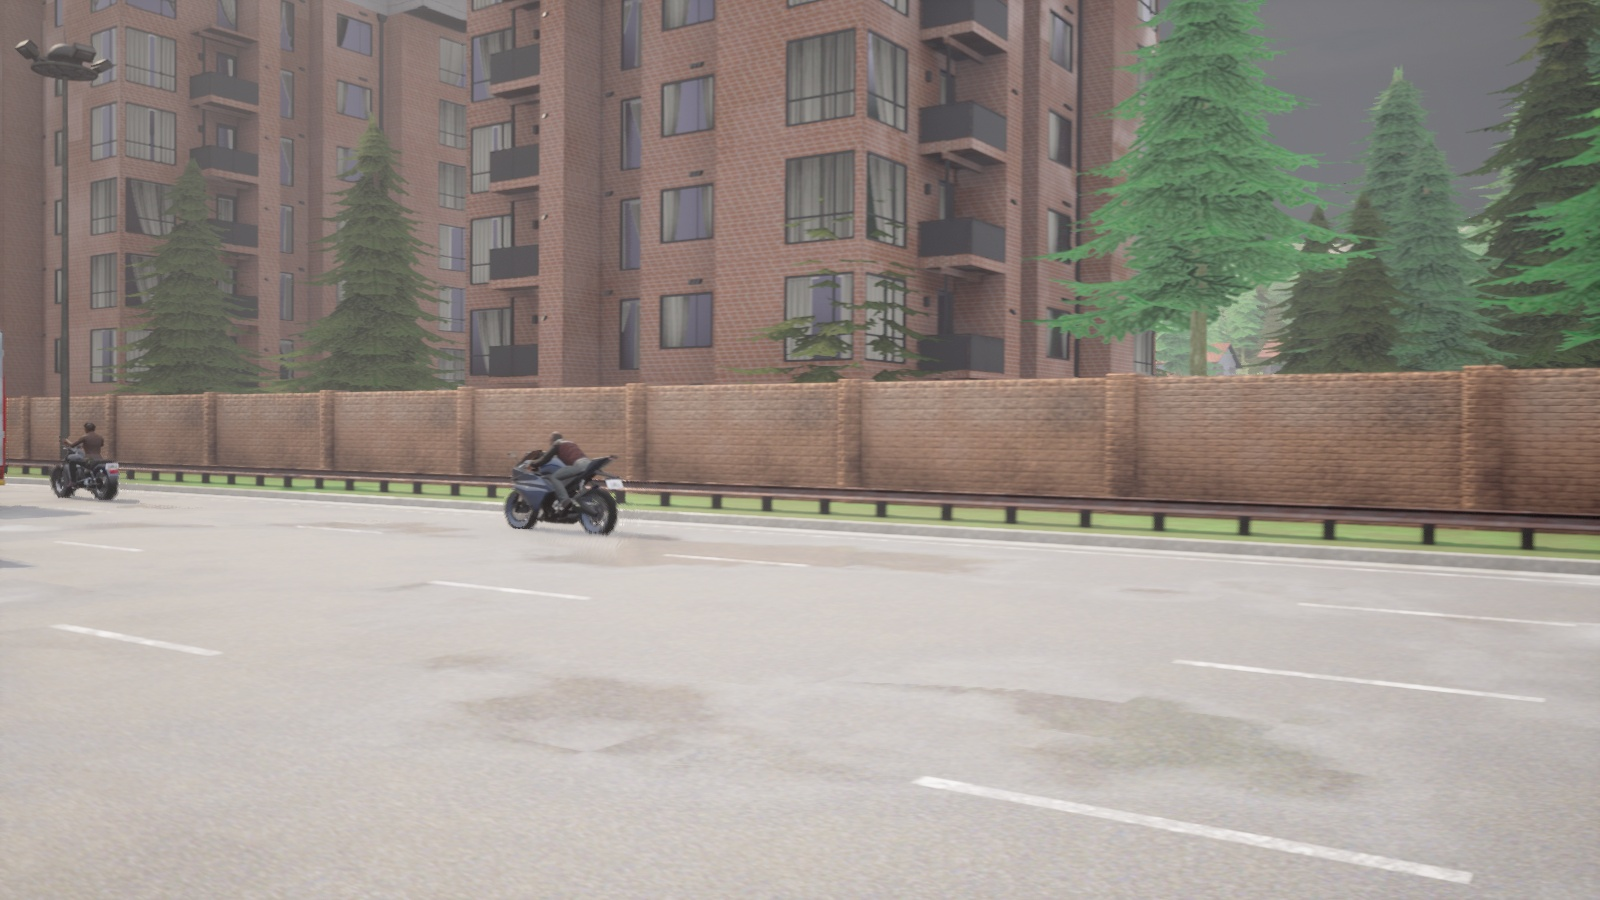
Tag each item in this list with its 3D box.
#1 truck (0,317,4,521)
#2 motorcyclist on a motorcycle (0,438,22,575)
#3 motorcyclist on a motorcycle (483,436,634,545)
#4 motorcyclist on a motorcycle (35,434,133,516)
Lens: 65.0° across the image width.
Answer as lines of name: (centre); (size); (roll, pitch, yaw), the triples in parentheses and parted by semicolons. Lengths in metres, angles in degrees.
truck: (-19.360, -0.552, 24.801); (8.468, 3.827, 2.891); (0, 1, 33)
motorcyclist on a motorcycle: (-9.806, 0.631, 14.304); (2.044, 1.523, 0.797); (0, 1, 33)
motorcyclist on a motorcycle: (-3.588, 0.566, 18.583); (2.191, 1.530, 0.866); (0, 1, 33)
motorcyclist on a motorcycle: (-14.871, 0.502, 26.049); (2.350, 1.649, 0.766); (0, 1, 34)
